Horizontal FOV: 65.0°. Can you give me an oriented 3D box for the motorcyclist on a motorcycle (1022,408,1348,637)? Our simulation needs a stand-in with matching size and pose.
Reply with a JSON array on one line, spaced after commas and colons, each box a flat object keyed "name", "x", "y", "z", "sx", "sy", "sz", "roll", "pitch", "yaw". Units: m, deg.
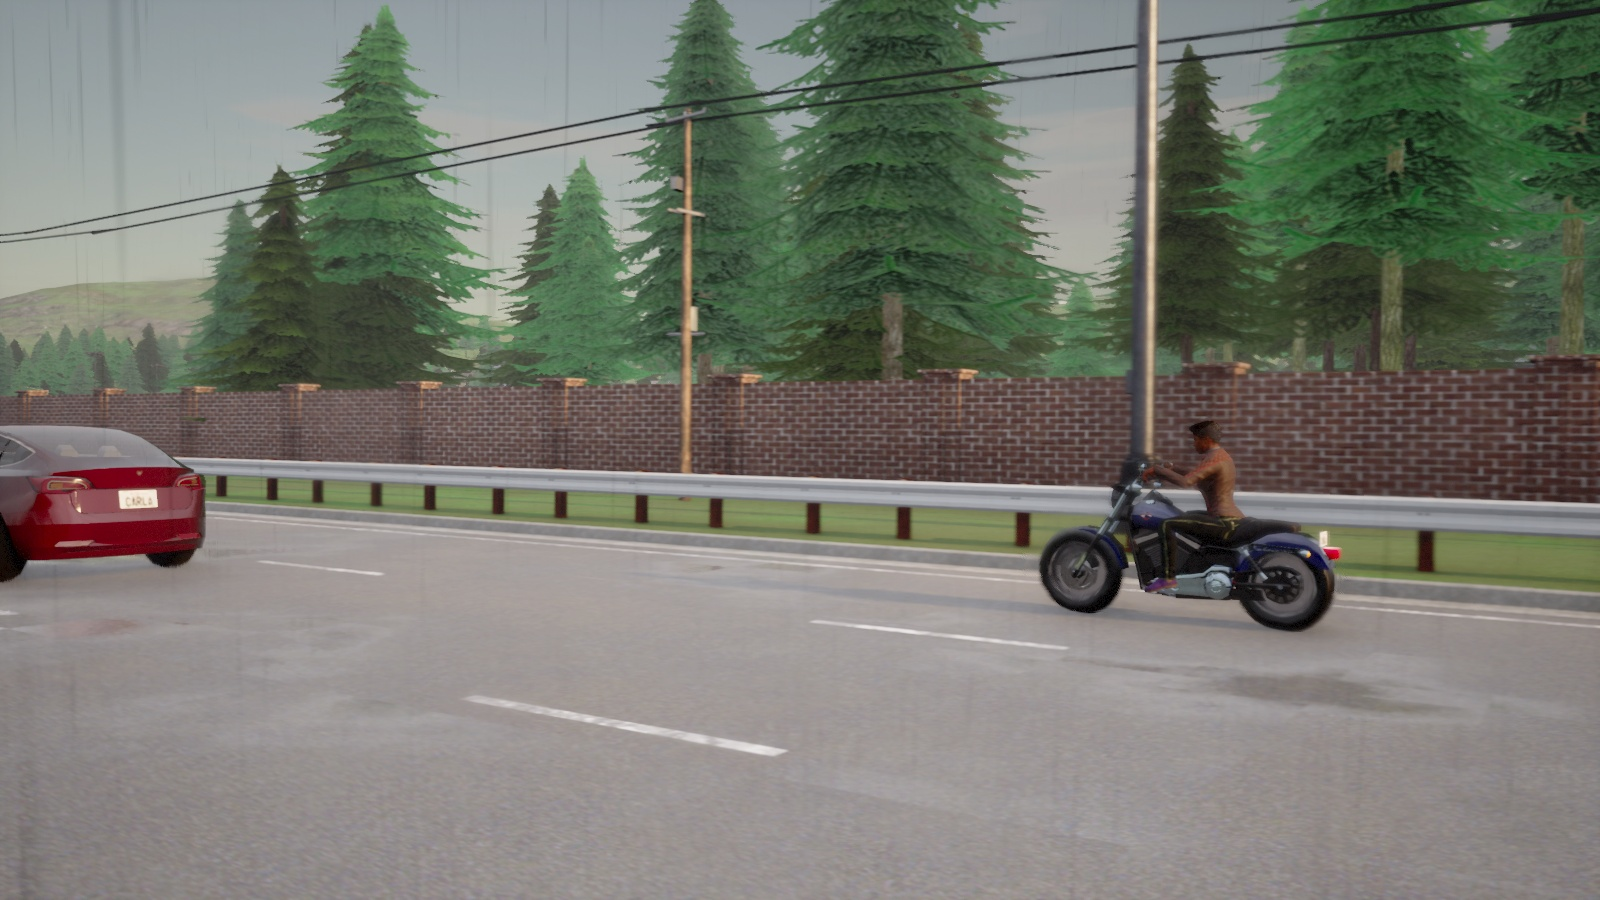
[{"name": "motorcyclist on a motorcycle", "x": 3.031, "y": 0.518, "z": 10.012, "sx": 2.350, "sy": 1.649, "sz": 0.766, "roll": 0, "pitch": 1, "yaw": 34}]

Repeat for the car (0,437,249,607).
[{"name": "car", "x": -8.253, "y": 0.624, "z": 13.308, "sx": 4.792, "sy": 1.488, "sz": 2.163, "roll": 0, "pitch": 1, "yaw": 34}]
